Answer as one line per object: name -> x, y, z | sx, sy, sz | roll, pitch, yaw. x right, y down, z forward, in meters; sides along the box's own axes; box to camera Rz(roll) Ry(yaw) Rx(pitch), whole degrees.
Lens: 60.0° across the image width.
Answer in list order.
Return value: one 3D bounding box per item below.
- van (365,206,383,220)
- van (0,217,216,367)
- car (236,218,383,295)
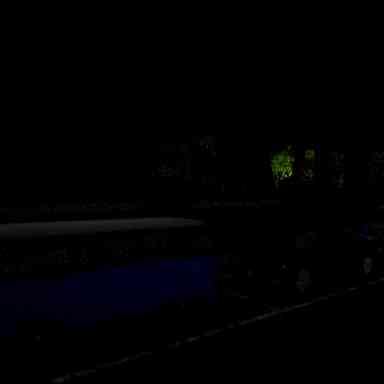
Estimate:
van -> 7.742, 1.366, 12.050 | 3.998, 1.788, 1.690 | 0, 0, -35
van -> -1.473, 1.345, 5.485 | 3.998, 1.788, 1.690 | 0, 0, -35
car -> 3.134, 1.560, 8.767 | 4.507, 1.381, 1.887 | 0, 0, -35
